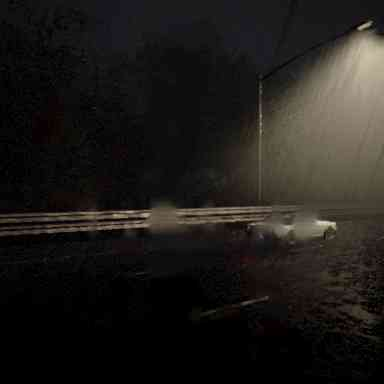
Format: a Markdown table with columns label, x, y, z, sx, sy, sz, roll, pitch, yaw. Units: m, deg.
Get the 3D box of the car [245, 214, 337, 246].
| label | x | y | z | sx | sy | sz | roll | pitch | yaw |
| --- | --- | --- | --- | --- | --- | --- | --- | --- | --- |
| car | 4.835 | 1.674 | 15.779 | 4.718 | 1.301 | 1.895 | 0 | 0 | -35 |
